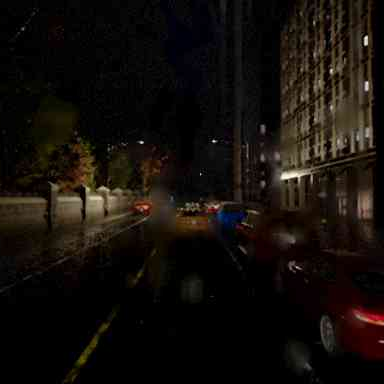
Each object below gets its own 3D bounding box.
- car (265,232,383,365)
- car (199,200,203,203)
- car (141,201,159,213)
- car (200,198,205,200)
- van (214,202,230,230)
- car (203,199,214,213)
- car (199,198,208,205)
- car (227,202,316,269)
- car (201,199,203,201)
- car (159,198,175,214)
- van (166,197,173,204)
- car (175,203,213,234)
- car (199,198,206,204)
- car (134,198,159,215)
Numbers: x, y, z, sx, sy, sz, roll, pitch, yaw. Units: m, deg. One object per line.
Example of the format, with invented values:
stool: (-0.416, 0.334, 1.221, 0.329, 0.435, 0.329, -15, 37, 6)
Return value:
car: (2.696, 1.649, 5.817, 1.802, 1.307, 4.206, 0, -1, 0)
car: (0.101, 2.055, 42.496, 1.895, 1.301, 4.718, 0, -1, 0)
car: (-5.681, 2.010, 45.458, 1.752, 1.417, 4.829, 1, -1, 0)
car: (2.700, 2.327, 73.251, 1.802, 1.307, 4.206, 1, -1, 0)
van: (2.700, 1.593, 22.864, 1.690, 1.788, 3.998, 1, -1, 0)
car: (2.699, 1.868, 39.906, 1.967, 1.590, 4.097, 1, -1, 0)
car: (2.702, 2.234, 78.870, 1.967, 1.590, 4.097, 1, -1, 0)
car: (2.699, 1.445, 11.503, 2.192, 1.841, 5.009, 0, -1, 0)
car: (2.699, 2.107, 51.265, 1.947, 1.339, 4.313, 1, -1, 0)
car: (-3.089, 1.945, 42.542, 2.128, 1.511, 4.902, 0, 0, 0)
van: (-5.677, 2.185, 84.540, 1.690, 1.788, 3.998, 1, -1, 0)
car: (0.101, 1.687, 20.870, 1.801, 1.575, 5.366, 0, -1, 0)
car: (2.701, 2.419, 90.274, 1.752, 1.417, 4.829, 1, 0, 0)
car: (-5.680, 1.744, 39.949, 2.192, 1.841, 5.009, 1, -1, 0)
